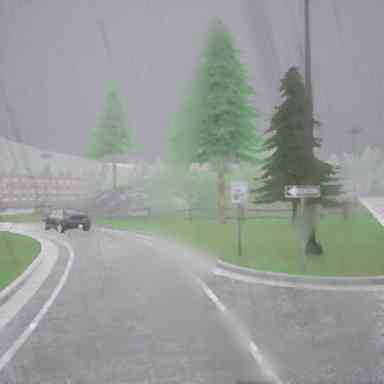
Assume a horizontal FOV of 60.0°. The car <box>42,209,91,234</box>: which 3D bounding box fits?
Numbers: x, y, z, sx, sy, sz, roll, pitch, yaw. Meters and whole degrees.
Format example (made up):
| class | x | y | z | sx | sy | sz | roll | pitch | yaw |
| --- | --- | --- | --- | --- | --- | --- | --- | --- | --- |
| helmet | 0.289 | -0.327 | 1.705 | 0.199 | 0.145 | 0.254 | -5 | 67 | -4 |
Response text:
| class | x | y | z | sx | sy | sz | roll | pitch | yaw |
| --- | --- | --- | --- | --- | --- | --- | --- | --- | --- |
| car | -8.512 | 1.892 | 22.371 | 1.837 | 1.490 | 4.892 | 2 | -2 | -42 |
